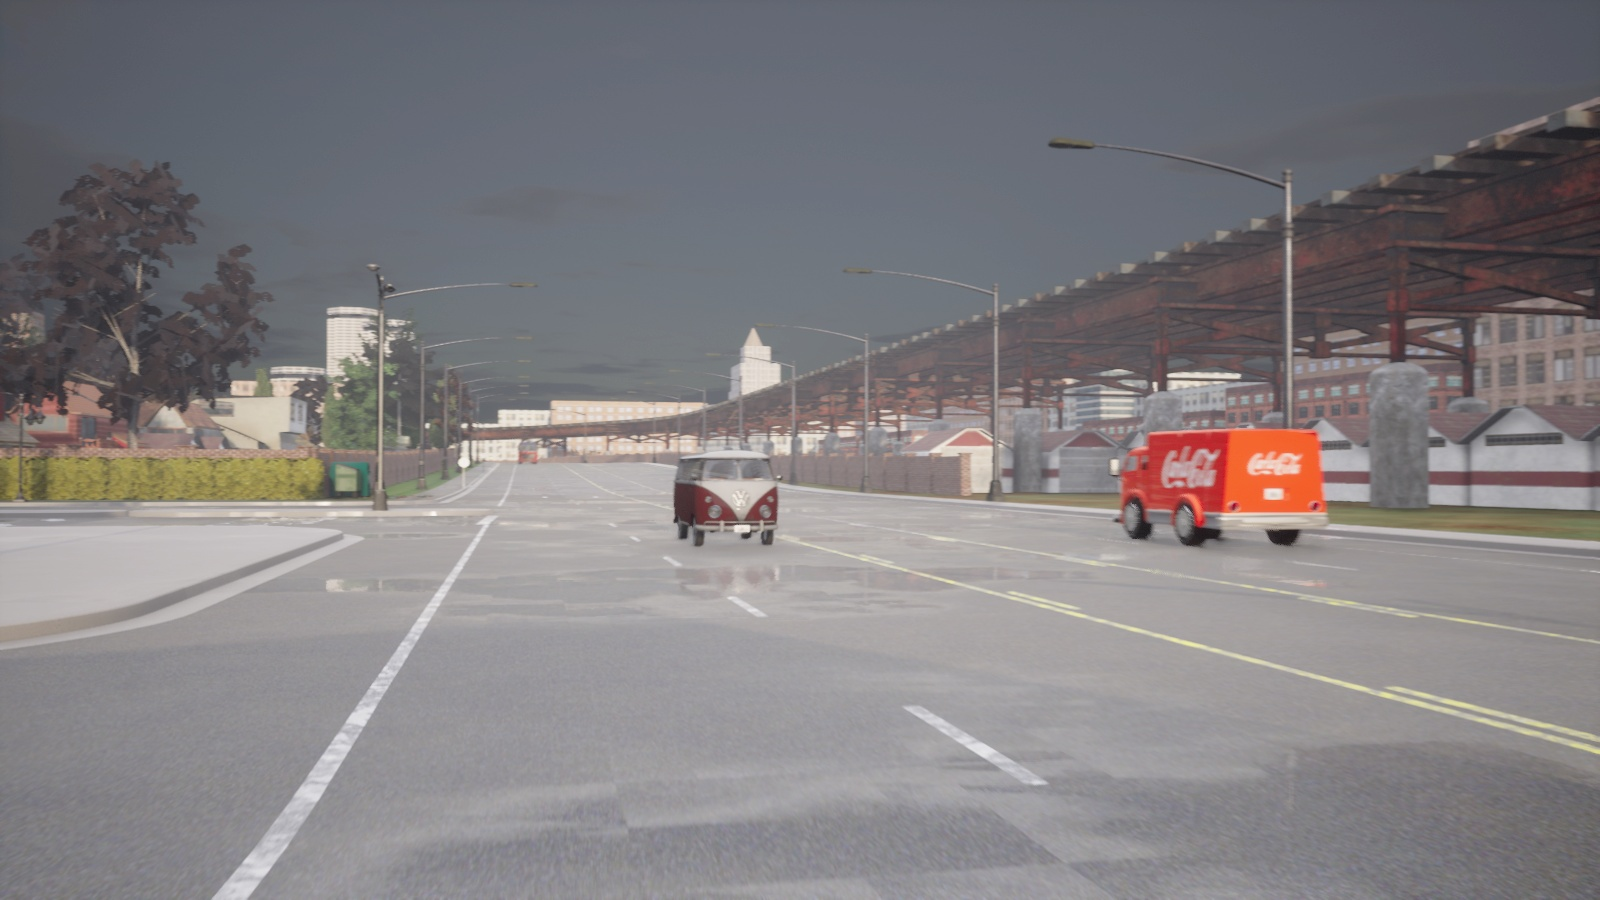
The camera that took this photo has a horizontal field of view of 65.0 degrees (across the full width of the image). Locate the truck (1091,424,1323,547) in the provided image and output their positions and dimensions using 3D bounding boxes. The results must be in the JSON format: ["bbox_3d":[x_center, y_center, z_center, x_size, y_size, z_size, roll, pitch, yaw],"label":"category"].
[{"bbox_3d":[8.879,0.751,28.064,2.627,2.467,5.204,0,-1,-13],"label":"truck"}]

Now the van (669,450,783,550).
[{"bbox_3d":[-1.699,1.033,27.253,1.775,1.987,4.442,0,-1,-13],"label":"van"}]
